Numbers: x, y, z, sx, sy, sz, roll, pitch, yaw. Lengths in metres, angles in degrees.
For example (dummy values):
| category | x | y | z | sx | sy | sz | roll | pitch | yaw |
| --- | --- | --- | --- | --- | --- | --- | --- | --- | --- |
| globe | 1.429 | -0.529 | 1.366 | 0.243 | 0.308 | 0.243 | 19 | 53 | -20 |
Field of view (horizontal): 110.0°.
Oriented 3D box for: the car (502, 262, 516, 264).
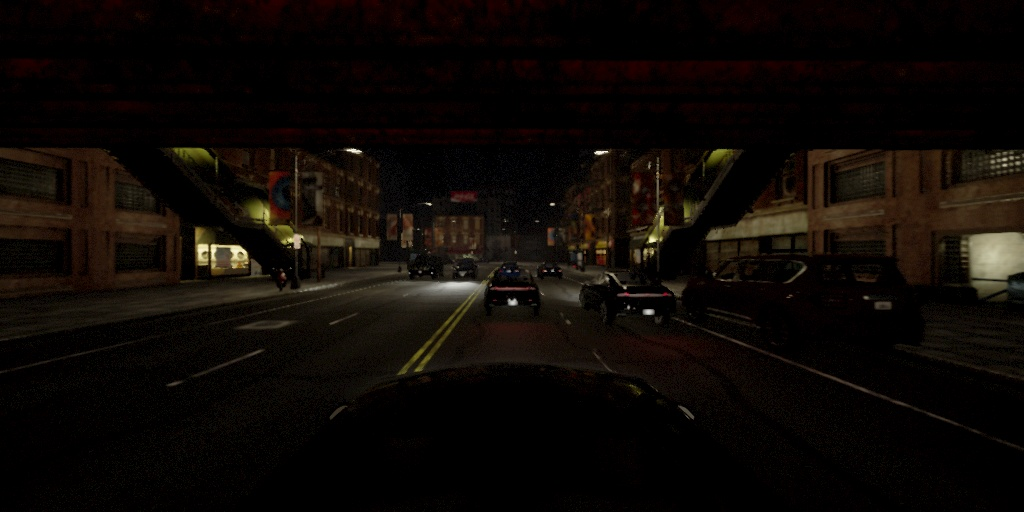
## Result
| category | x | y | z | sx | sy | sz | roll | pitch | yaw |
| --- | --- | --- | --- | --- | --- | --- | --- | --- | --- |
| car | -0.230 | 1.267 | 31.688 | 2.033 | 1.411 | 5.357 | 0 | 0 | -1 |

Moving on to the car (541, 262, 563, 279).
| category | x | y | z | sx | sy | sz | roll | pitch | yaw |
| --- | --- | --- | --- | --- | --- | --- | --- | --- | --- |
| car | 3.270 | 1.268 | 31.740 | 2.033 | 1.411 | 5.357 | 0 | 0 | -1 |

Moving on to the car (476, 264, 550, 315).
| category | x | y | z | sx | sy | sz | roll | pitch | yaw |
| --- | --- | --- | --- | --- | --- | --- | --- | --- | --- |
| car | -0.003 | 1.230 | 13.532 | 2.128 | 1.511 | 4.902 | 0 | 0 | -1 |

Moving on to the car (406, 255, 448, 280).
| category | x | y | z | sx | sy | sz | roll | pitch | yaw |
| --- | --- | --- | --- | --- | --- | --- | --- | --- | --- |
| car | -7.427 | 0.941 | 31.621 | 2.150 | 2.045 | 5.566 | 0 | 0 | -1 |

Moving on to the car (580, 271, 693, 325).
| category | x | y | z | sx | sy | sz | roll | pitch | yaw |
| --- | --- | --- | --- | --- | --- | --- | --- | --- | --- |
| car | 3.518 | 1.232 | 11.711 | 2.128 | 1.511 | 4.902 | 0 | 0 | -1 |

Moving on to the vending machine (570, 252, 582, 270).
| category | x | y | z | sx | sy | sz | roll | pitch | yaw |
| --- | --- | --- | --- | --- | --- | --- | --- | --- | --- |
| vending machine | 10.222 | 0.891 | 56.935 | 1.100 | 2.100 | 0.880 | 0 | 0 | -2 |

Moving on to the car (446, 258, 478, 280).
| category | x | y | z | sx | sy | sz | roll | pitch | yaw |
| --- | --- | --- | --- | --- | --- | --- | --- | --- | --- |
| car | -3.914 | 1.212 | 30.618 | 2.128 | 1.511 | 4.902 | 0 | 0 | -1 |
